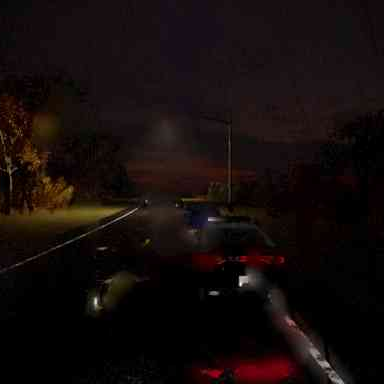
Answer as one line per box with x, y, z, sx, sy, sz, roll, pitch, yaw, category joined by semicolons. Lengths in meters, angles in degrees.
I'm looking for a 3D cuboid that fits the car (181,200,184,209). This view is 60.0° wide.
0.363;1.514;24.752;1.812;1.442;4.674;0;0;-3;car

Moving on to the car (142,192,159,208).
-6.004;1.199;47.880;2.150;2.045;5.566;0;0;-6;car

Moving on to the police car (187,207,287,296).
0.949;1.424;8.784;1.930;1.638;5.238;0;0;-1;police car

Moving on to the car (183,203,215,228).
0.645;1.472;18.725;1.882;1.535;5.008;0;0;-2;car

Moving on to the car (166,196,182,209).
-2.191;1.483;45.630;1.837;1.490;4.892;0;0;-5;car
